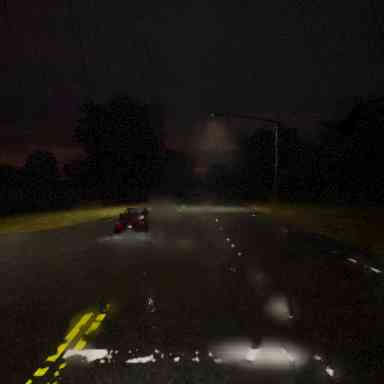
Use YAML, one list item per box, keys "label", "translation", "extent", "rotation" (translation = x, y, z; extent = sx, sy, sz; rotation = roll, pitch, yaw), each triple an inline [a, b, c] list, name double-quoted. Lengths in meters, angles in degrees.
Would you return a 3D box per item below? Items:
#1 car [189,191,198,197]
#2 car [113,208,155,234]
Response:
- label: "car"
  translation: [0.390, 0.605, 91.176]
  extent: [1.837, 1.490, 4.892]
  rotation: [0, 1, 9]
- label: "car"
  translation: [-3.450, 1.705, 20.458]
  extent: [1.994, 1.385, 4.181]
  rotation: [-1, 1, 1]
